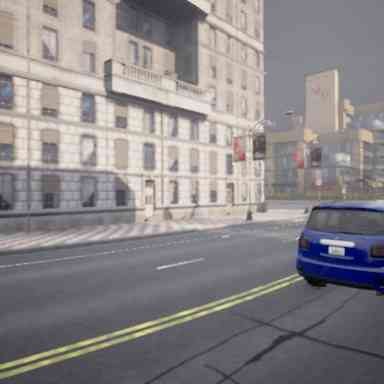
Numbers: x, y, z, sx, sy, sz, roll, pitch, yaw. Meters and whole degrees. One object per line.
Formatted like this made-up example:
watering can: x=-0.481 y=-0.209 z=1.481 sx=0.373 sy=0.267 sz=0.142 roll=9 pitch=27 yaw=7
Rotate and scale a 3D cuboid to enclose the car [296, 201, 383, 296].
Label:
car: x=4.734 y=1.238 z=8.348 sx=5.566 sy=2.045 sz=2.150 roll=0 pitch=0 yaw=-44
